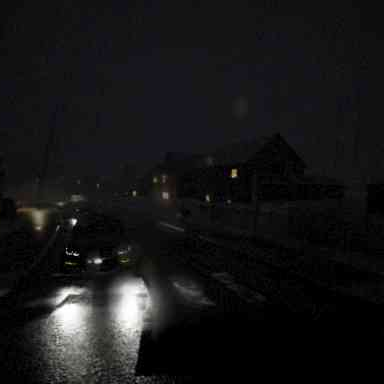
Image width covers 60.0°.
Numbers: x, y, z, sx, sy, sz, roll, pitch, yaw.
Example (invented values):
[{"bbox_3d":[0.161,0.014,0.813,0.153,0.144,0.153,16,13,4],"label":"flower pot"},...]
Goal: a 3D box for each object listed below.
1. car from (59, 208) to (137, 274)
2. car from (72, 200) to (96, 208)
[{"bbox_3d":[-2.937,1.458,10.520,1.837,1.490,4.892,1,0,-15],"label":"car"},{"bbox_3d":[-9.669,1.497,29.667,1.812,1.442,4.674,0,0,-23],"label":"car"}]
